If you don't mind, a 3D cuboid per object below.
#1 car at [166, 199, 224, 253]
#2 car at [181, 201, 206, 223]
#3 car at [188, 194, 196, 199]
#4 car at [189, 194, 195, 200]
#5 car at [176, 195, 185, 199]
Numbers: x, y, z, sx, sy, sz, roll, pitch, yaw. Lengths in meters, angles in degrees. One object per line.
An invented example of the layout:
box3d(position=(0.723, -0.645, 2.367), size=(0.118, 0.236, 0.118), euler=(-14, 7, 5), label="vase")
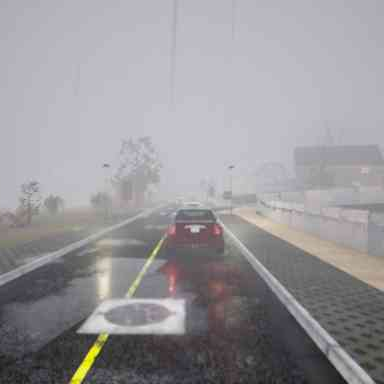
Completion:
box3d(position=(0.105, 1.344, 13.747), size=(2.097, 1.767, 4.553), euler=(0, 0, 0), label="car")
box3d(position=(0.109, 1.509, 26.457), size=(1.812, 1.442, 4.674), euler=(0, 0, 0), label="car")
box3d(position=(0.029, 1.541, 83.850), size=(1.994, 1.385, 4.181), euler=(0, 0, 0), label="car")
box3d(position=(0.032, 1.363, 93.857), size=(1.812, 1.442, 4.674), euler=(0, 0, 0), label="car")
box3d(position=(-2.723, 1.469, 77.838), size=(1.882, 1.535, 5.008), euler=(0, 0, 0), label="car")
